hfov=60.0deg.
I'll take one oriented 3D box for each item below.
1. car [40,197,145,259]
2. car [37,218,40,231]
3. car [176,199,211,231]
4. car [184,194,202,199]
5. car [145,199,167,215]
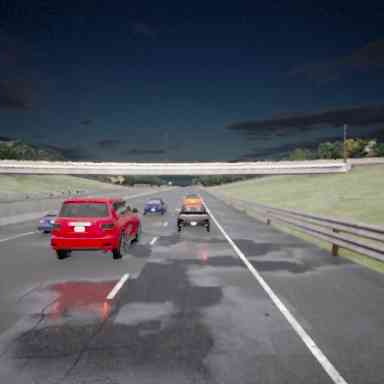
[{"bbox_3d":[-3.403,1.215,12.765,2.150,2.045,5.566,0,0,0],"label":"car"},{"bbox_3d":[-6.903,1.518,19.070,2.033,1.411,5.357,0,0,0],"label":"car"},{"bbox_3d":[0.095,1.455,20.199,2.128,1.511,4.902,0,0,0],"label":"car"},{"bbox_3d":[0.091,1.040,38.644,2.097,1.767,4.553,0,1,0],"label":"car"},{"bbox_3d":[-3.407,1.356,31.409,1.812,1.442,4.674,0,1,0],"label":"car"}]
